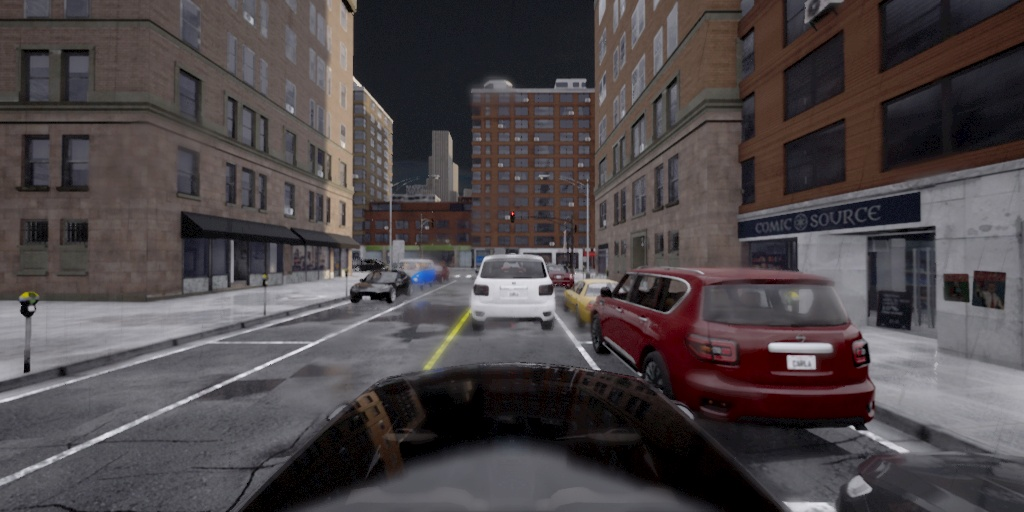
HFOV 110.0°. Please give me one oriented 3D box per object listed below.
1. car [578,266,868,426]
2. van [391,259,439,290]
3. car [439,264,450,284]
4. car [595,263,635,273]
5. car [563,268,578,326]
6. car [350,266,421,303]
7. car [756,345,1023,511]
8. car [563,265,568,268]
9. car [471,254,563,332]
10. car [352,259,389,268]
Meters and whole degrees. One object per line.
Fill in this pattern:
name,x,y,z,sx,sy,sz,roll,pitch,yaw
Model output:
car,2.661,1.067,5.700,2.192,1.841,5.009,0,0,0
van,-5.901,1.113,22.131,1.690,1.789,3.998,0,0,0
car,-5.913,1.324,27.614,1.888,1.381,4.507,0,0,0
car,13.500,1.538,47.066,4.718,1.301,1.895,0,-1,0
car,2.649,1.283,11.353,1.751,1.417,4.829,0,0,0
car,-5.889,1.330,16.649,1.948,1.339,4.313,0,0,0
car,2.673,1.300,0.219,2.007,1.370,4.403,0,0,0
car,2.625,1.212,22.149,1.967,1.591,4.097,0,0,0
car,0.012,0.979,11.086,2.150,2.045,5.566,0,0,-1
car,-15.598,1.142,40.486,4.892,1.490,1.837,0,-1,0
